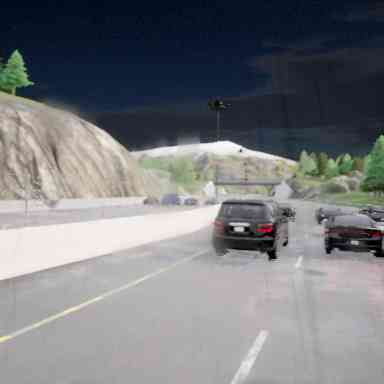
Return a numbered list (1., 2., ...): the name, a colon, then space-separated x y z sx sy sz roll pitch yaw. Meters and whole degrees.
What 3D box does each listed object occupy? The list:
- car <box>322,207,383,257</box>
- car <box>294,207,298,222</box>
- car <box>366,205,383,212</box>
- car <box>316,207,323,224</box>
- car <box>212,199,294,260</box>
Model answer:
1. car: 6.585 1.611 13.886 1.882 1.535 5.008 1 0 22
2. car: 7.978 1.697 28.695 1.837 1.490 4.892 1 0 17
3. car: 14.614 1.782 26.471 2.128 1.511 4.902 1 0 17
4. car: 11.111 1.837 26.994 1.895 1.301 4.718 1 0 17
5. car: 2.498 1.290 13.055 2.150 2.045 5.566 1 0 22
